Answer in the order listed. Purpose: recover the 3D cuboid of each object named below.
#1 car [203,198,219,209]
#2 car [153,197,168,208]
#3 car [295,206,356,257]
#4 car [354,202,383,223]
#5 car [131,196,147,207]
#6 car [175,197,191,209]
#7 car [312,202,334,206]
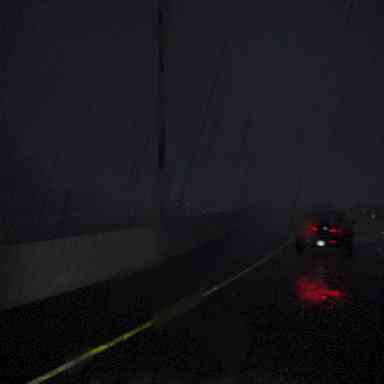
[{"bbox_3d":[2.446,1.477,44.183,1.994,1.385,4.181,0,0,3],"label":"car"},{"bbox_3d":[-4.411,1.425,46.973,2.128,1.511,4.902,0,0,0],"label":"car"},{"bbox_3d":[5.216,1.458,12.896,1.837,1.490,4.892,0,-1,26],"label":"car"},{"bbox_3d":[14.123,1.501,27.055,1.895,1.301,4.718,0,0,15],"label":"car"},{"bbox_3d":[-7.938,1.419,50.084,1.882,1.535,5.008,0,0,-3],"label":"car"},{"bbox_3d":[-1.098,1.433,42.933,1.837,1.490,4.892,0,0,3],"label":"car"},{"bbox_3d":[10.225,1.464,25.989,2.033,1.411,5.357,0,0,16],"label":"car"}]
